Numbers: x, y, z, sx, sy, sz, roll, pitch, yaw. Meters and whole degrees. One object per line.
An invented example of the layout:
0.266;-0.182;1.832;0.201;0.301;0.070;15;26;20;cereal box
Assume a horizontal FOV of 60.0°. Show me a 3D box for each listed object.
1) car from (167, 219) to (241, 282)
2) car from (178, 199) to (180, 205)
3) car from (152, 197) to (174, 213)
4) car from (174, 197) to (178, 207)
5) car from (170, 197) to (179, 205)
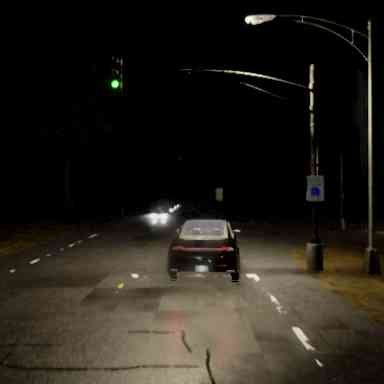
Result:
0.460;1.565;10.083;2.128;1.511;4.902;0;0;5;car
-3.636;1.873;60.142;1.994;1.385;4.181;0;0;0;car
-3.661;1.692;40.318;2.128;1.511;4.902;0;0;0;car
-3.667;1.815;50.149;1.994;1.385;4.181;0;0;0;car
-3.660;1.876;70.563;1.837;1.490;4.892;0;0;0;car
